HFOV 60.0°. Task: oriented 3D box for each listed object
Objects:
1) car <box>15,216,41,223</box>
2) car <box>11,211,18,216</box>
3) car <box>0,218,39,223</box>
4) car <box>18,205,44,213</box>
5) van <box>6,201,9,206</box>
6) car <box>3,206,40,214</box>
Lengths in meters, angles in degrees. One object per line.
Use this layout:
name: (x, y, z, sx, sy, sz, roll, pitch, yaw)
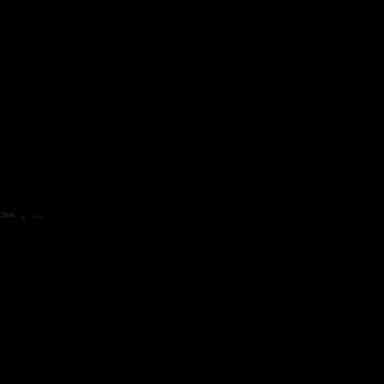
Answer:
car: (-16.863, 4.069, 35.754, 5.566, 2.045, 2.435, 2, 1, 17)
car: (-28.511, 3.982, 48.469, 4.792, 1.488, 2.163, 0, 0, 17)
car: (-18.739, 4.068, 33.336, 5.566, 2.045, 2.435, 2, 2, 17)
car: (-35.887, 3.478, 74.859, 1.946, 1.575, 5.366, 1, 1, 18)
van: (-40.679, 3.133, 78.301, 1.878, 1.987, 4.442, 1, 2, 18)
car: (-26.782, 3.701, 50.819, 5.566, 2.045, 2.435, 0, 1, 17)
